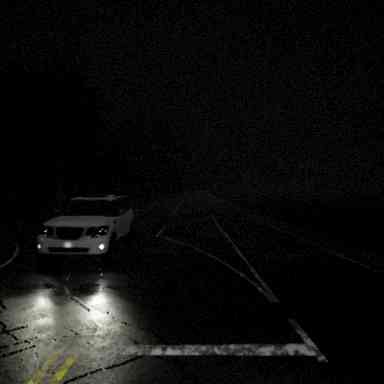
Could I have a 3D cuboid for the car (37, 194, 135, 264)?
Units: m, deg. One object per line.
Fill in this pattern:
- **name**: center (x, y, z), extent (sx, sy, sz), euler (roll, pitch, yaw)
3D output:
- **car**: center (-3.509, 1.121, 12.171), extent (2.150, 2.045, 5.566), euler (0, 0, 0)
